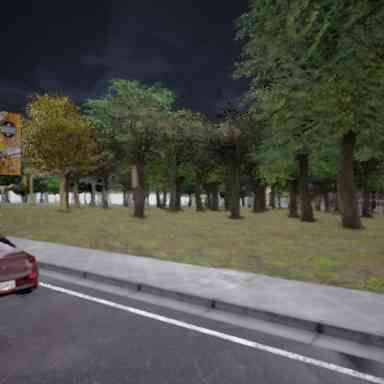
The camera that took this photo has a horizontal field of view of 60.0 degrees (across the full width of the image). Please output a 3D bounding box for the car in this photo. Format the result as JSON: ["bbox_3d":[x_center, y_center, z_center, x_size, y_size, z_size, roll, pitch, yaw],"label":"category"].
[{"bbox_3d":[-5.261,1.552,7.443,4.674,1.442,1.812,0,0,36],"label":"car"}]
